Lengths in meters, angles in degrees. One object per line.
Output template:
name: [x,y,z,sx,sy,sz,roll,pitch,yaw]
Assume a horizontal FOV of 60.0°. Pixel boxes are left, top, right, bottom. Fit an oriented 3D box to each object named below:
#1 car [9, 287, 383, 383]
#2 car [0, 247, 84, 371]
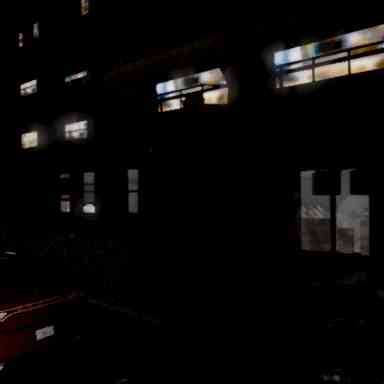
car: [0.954,1.566,2.052,4.313,1.339,1.947,0,-1,36]
car: [-3.575,1.551,5.285,4.507,1.381,1.887,0,-1,36]
